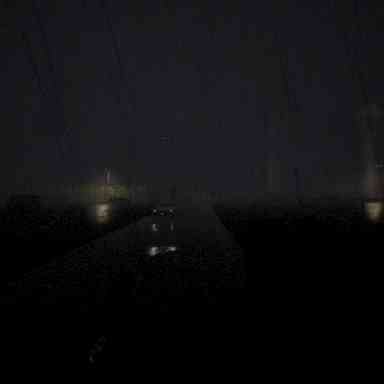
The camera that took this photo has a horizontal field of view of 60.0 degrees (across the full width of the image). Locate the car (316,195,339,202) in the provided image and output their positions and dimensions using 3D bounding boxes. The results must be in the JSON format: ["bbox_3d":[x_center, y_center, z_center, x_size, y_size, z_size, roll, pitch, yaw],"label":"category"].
[{"bbox_3d":[29.094,1.341,71.587,4.674,1.442,1.812,0,-1,3],"label":"car"}]

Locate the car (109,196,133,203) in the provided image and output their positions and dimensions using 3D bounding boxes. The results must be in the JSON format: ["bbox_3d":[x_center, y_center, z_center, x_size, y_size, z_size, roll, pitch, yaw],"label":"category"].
[{"bbox_3d":[-15.367,1.643,72.050,4.902,1.511,2.128,0,-1,-1],"label":"car"}]

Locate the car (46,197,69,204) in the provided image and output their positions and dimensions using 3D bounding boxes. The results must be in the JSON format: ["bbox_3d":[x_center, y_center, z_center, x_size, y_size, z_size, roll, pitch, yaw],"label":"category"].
[{"bbox_3d":[-28.788,1.733,71.474,4.674,1.442,1.812,0,-1,-3],"label":"car"}]

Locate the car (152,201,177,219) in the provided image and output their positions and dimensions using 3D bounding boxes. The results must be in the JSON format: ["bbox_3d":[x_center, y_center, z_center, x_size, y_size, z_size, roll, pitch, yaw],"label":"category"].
[{"bbox_3d":[-2.362,1.533,29.717,1.812,1.442,4.674,0,0,2],"label":"car"}]
